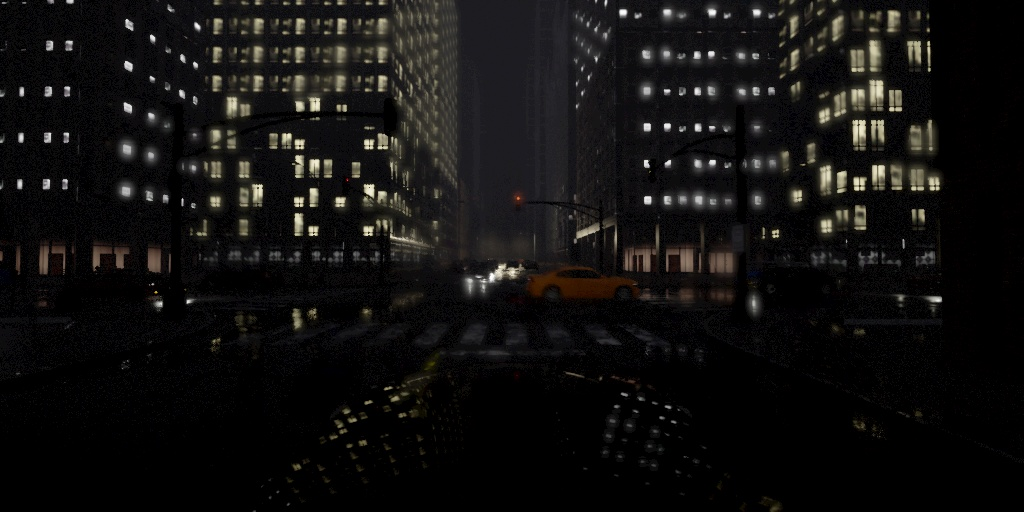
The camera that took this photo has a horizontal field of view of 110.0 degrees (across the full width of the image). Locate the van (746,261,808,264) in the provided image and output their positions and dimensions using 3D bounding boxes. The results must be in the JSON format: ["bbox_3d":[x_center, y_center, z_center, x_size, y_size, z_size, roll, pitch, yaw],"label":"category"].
[{"bbox_3d":[15.980,1.210,22.033,3.998,1.789,1.690,0,0,0],"label":"van"}]

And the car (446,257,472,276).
[{"bbox_3d":[-5.692,1.203,37.542,1.967,1.591,4.097,0,0,0],"label":"car"}]

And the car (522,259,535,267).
[{"bbox_3d":[2.688,1.349,48.755,1.802,1.307,4.207,0,0,0],"label":"car"}]

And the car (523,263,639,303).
[{"bbox_3d":[3.159,1.231,16.259,5.008,1.535,1.882,0,0,0],"label":"car"}]

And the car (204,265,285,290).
[{"bbox_3d":[-16.494,1.255,22.105,4.097,1.591,1.967,0,0,0],"label":"car"}]

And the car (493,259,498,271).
[{"bbox_3d":[-3.102,1.367,44.372,1.895,1.301,4.718,0,0,0],"label":"car"}]

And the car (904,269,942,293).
[{"bbox_3d":[24.352,1.313,19.436,5.008,1.535,1.882,0,-1,0],"label":"car"}]

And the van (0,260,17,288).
[{"bbox_3d":[-33.439,1.132,22.141,3.998,1.789,1.690,0,0,0],"label":"van"}]

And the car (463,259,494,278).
[{"bbox_3d":[-3.104,1.309,34.462,2.033,1.411,5.357,0,0,0],"label":"car"}]

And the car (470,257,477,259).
[{"bbox_3d":[-5.693,1.082,48.692,2.192,1.841,5.009,0,0,0],"label":"car"}]

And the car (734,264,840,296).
[{"bbox_3d":[14.872,1.321,19.461,4.892,1.490,1.837,0,-1,0],"label":"car"}]

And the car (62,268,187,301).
[{"bbox_3d":[-17.489,1.262,16.326,4.181,1.385,1.994,0,-1,-1],"label":"car"}]

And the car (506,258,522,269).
[{"bbox_3d":[0.095,1.335,57.502,1.994,1.385,4.181,0,0,0],"label":"car"}]
